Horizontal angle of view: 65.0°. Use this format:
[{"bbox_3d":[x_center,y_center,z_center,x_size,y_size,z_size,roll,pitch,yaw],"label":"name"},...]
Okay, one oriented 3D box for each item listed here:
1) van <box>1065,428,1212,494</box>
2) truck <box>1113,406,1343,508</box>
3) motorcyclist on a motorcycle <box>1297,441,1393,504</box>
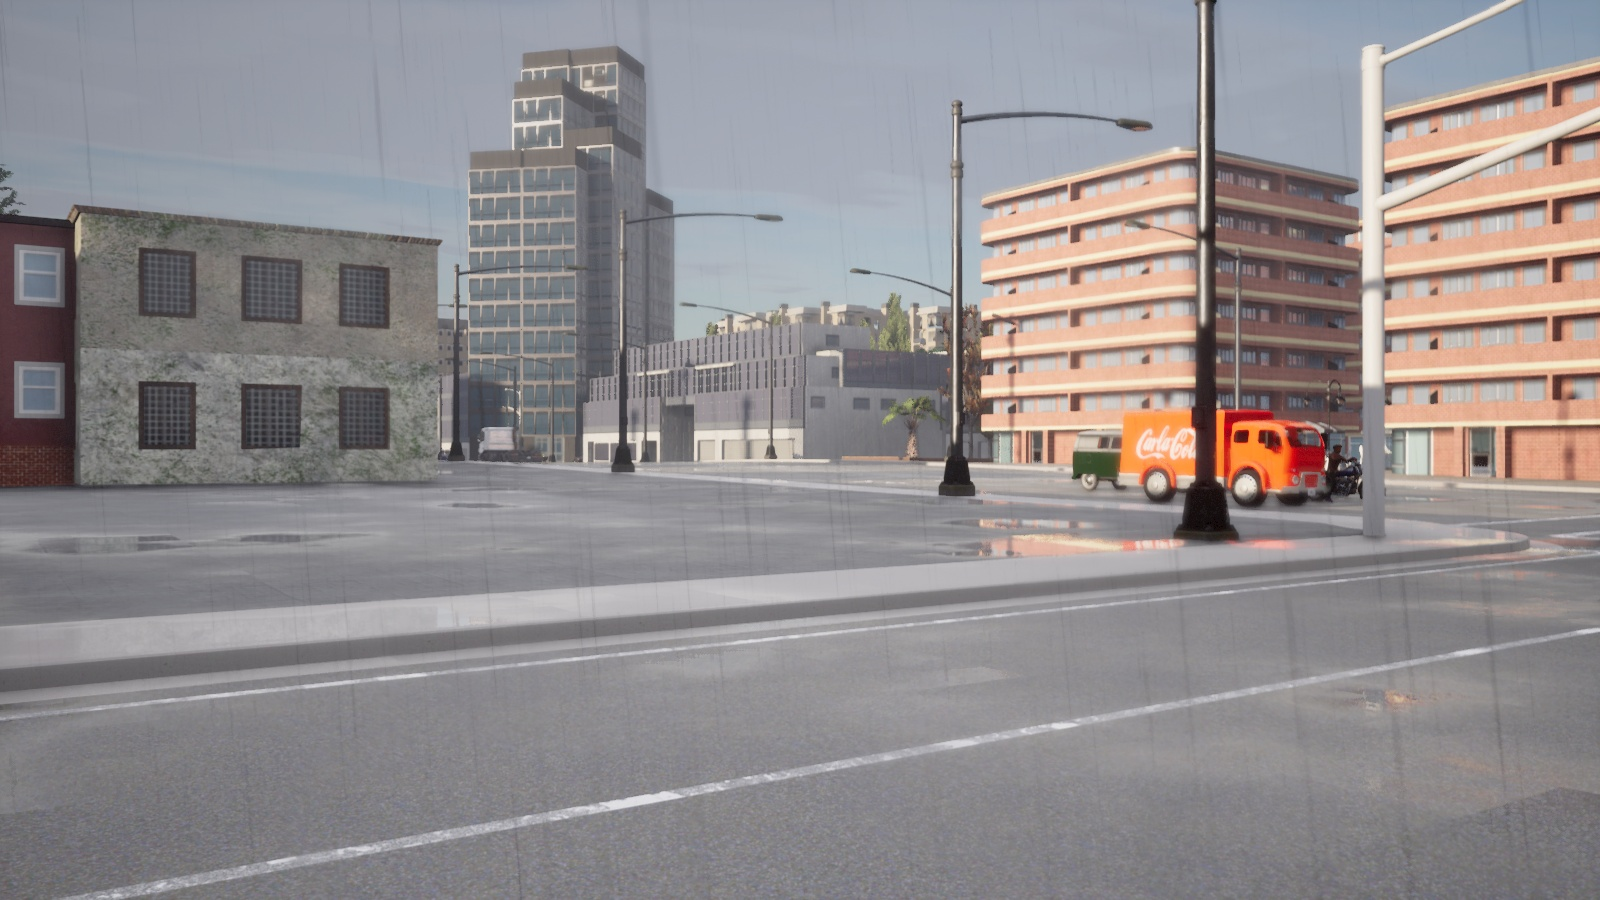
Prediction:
[{"bbox_3d":[10.777,0.315,40.264,1.775,1.987,4.442,0,1,-34],"label":"van"},{"bbox_3d":[11.228,0.145,33.324,2.627,2.467,5.204,0,1,-34],"label":"truck"},{"bbox_3d":[14.804,0.586,34.176,0.766,1.649,2.350,0,1,-35],"label":"motorcyclist on a motorcycle"}]
